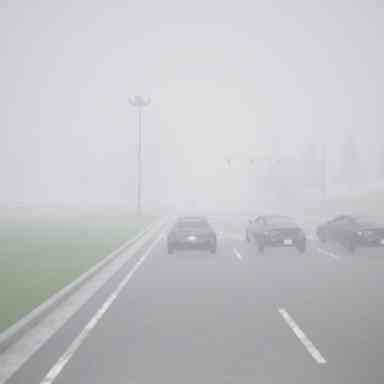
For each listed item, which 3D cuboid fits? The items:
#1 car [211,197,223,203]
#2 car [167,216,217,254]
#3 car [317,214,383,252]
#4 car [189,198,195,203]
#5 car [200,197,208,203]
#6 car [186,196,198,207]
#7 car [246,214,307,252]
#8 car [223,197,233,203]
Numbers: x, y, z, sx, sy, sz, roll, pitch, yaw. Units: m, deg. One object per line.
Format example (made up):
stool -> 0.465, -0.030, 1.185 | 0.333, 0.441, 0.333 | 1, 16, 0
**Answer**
car -> 6.991, 2.392, 94.774 | 1.812, 1.442, 4.674 | 0, -1, 0
car -> 0.004, 1.700, 14.258 | 1.994, 1.385, 4.181 | 0, 0, 0
car -> 7.005, 1.662, 14.375 | 1.812, 1.442, 4.674 | 0, 0, 0
car -> -0.009, 2.463, 94.803 | 1.895, 1.301, 4.718 | 0, -1, 0
car -> 3.491, 2.442, 95.190 | 1.994, 1.385, 4.181 | 0, -1, 0
car -> -0.006, 1.843, 65.437 | 2.150, 2.045, 5.566 | 0, -1, 0
car -> 3.506, 1.663, 14.392 | 1.812, 1.442, 4.674 | 0, 0, 0
car -> 10.491, 2.392, 94.775 | 1.812, 1.442, 4.674 | 0, -1, 0
